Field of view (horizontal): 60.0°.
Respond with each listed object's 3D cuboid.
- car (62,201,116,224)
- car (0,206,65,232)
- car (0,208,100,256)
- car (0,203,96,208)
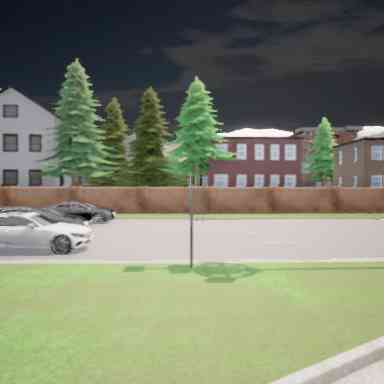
[{"bbox_3d":[-7.736,1.401,22.734,4.902,1.511,2.128,0,0,-2],"label":"car"},{"bbox_3d":[-10.062,1.521,19.156,4.718,1.301,1.895,0,0,-2],"label":"car"},{"bbox_3d":[-6.084,1.474,12.287,4.674,1.442,1.812,0,0,-2],"label":"car"},{"bbox_3d":[-7.443,1.428,15.740,4.902,1.511,2.128,0,0,-2],"label":"car"}]
